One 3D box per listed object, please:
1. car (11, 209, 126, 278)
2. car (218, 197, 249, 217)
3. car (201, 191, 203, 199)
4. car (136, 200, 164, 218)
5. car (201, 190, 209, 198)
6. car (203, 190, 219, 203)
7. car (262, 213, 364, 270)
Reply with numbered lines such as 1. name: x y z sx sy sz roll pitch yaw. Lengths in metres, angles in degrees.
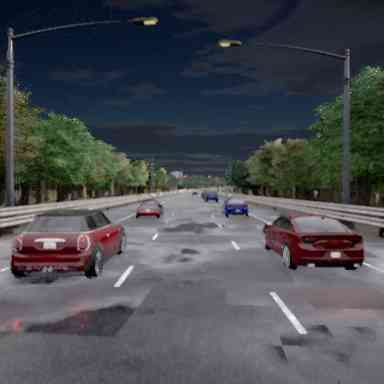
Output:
1. car: -3.401 1.281 10.080 2.097 1.767 4.553 0 0 0
2. car: 3.596 1.281 28.412 1.882 1.535 5.008 0 1 0
3. car: 3.491 0.995 69.847 1.882 1.535 5.008 0 0 0
4. car: -3.404 1.373 27.550 1.994 1.385 4.181 0 0 0
5. car: 3.631 0.591 91.751 2.150 2.045 5.566 0 0 1
6. car: 3.492 0.814 58.871 2.150 2.045 5.566 0 0 0
7. car: 3.598 1.402 10.796 1.882 1.535 5.008 0 0 0
